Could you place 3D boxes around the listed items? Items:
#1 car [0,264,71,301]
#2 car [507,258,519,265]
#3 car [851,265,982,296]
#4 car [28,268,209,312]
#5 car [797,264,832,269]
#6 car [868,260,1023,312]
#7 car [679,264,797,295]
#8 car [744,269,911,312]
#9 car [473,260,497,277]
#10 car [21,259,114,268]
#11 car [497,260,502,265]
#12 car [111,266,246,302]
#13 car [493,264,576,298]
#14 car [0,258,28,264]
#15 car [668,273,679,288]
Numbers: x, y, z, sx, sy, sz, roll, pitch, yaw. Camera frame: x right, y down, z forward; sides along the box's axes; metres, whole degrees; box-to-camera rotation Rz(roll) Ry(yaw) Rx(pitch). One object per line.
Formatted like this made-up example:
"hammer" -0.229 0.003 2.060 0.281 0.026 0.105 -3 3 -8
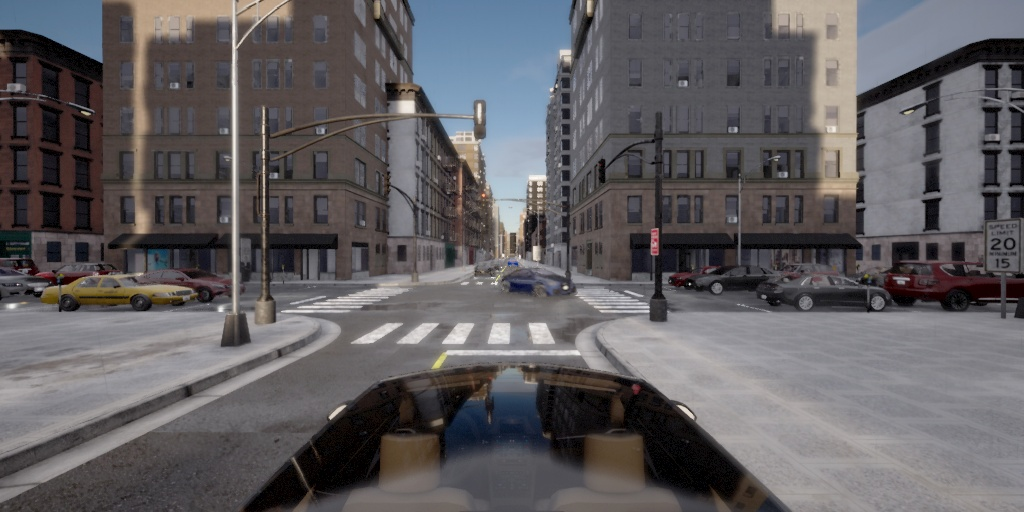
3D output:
"car" -23.930 1.246 16.312 4.902 1.511 2.128 0 0 0
"car" 0.153 1.246 63.171 1.882 1.535 5.008 0 0 0
"car" 21.404 1.255 19.115 4.892 1.490 1.837 0 0 0
"car" -14.883 1.294 13.751 4.829 1.417 1.751 0 0 0
"car" 17.229 1.176 21.669 4.097 1.591 1.967 0 0 0
"car" 17.202 1.090 13.644 5.009 1.841 2.192 0 0 0
"car" 11.921 1.253 19.143 4.892 1.490 1.837 0 0 0
"car" 11.793 1.325 13.662 4.403 1.370 2.007 0 0 0
"car" -2.768 1.260 36.092 1.837 1.490 4.892 0 0 0
"car" -26.349 1.167 21.814 4.097 1.591 1.967 0 0 0
"car" -2.723 1.266 50.232 1.837 1.490 4.892 0 0 0
"car" -14.774 1.282 16.265 4.674 1.442 1.812 0 0 0
"car" 1.221 1.312 18.498 1.994 1.385 4.181 -1 0 -41
"car" -32.011 1.041 21.833 5.009 1.841 2.192 0 0 0
"car" 11.820 1.280 21.687 4.507 1.381 1.888 0 0 0
